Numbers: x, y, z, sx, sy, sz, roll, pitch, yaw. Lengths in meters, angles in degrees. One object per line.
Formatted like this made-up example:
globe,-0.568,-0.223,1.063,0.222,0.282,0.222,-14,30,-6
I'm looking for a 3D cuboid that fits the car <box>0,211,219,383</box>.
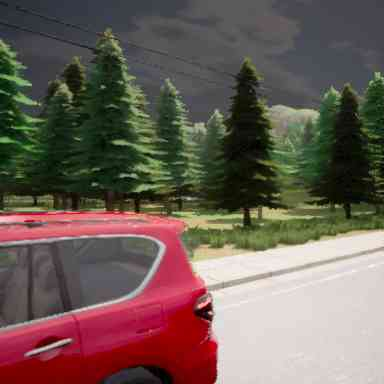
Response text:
car,-2.340,1.226,2.349,5.566,2.045,2.150,0,0,-36
